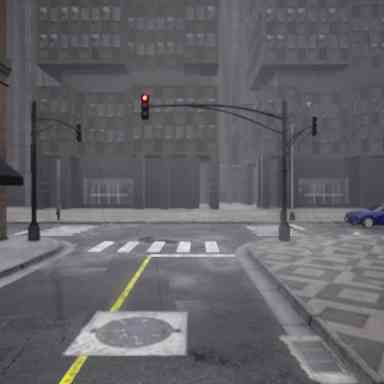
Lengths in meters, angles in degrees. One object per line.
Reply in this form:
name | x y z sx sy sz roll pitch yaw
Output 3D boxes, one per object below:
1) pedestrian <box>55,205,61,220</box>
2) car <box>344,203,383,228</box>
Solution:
pedestrian | -9.825 1.523 24.488 0.500 1.100 0.500 0 0 1
car | 12.384 1.449 21.196 5.008 1.535 1.882 0 0 1
